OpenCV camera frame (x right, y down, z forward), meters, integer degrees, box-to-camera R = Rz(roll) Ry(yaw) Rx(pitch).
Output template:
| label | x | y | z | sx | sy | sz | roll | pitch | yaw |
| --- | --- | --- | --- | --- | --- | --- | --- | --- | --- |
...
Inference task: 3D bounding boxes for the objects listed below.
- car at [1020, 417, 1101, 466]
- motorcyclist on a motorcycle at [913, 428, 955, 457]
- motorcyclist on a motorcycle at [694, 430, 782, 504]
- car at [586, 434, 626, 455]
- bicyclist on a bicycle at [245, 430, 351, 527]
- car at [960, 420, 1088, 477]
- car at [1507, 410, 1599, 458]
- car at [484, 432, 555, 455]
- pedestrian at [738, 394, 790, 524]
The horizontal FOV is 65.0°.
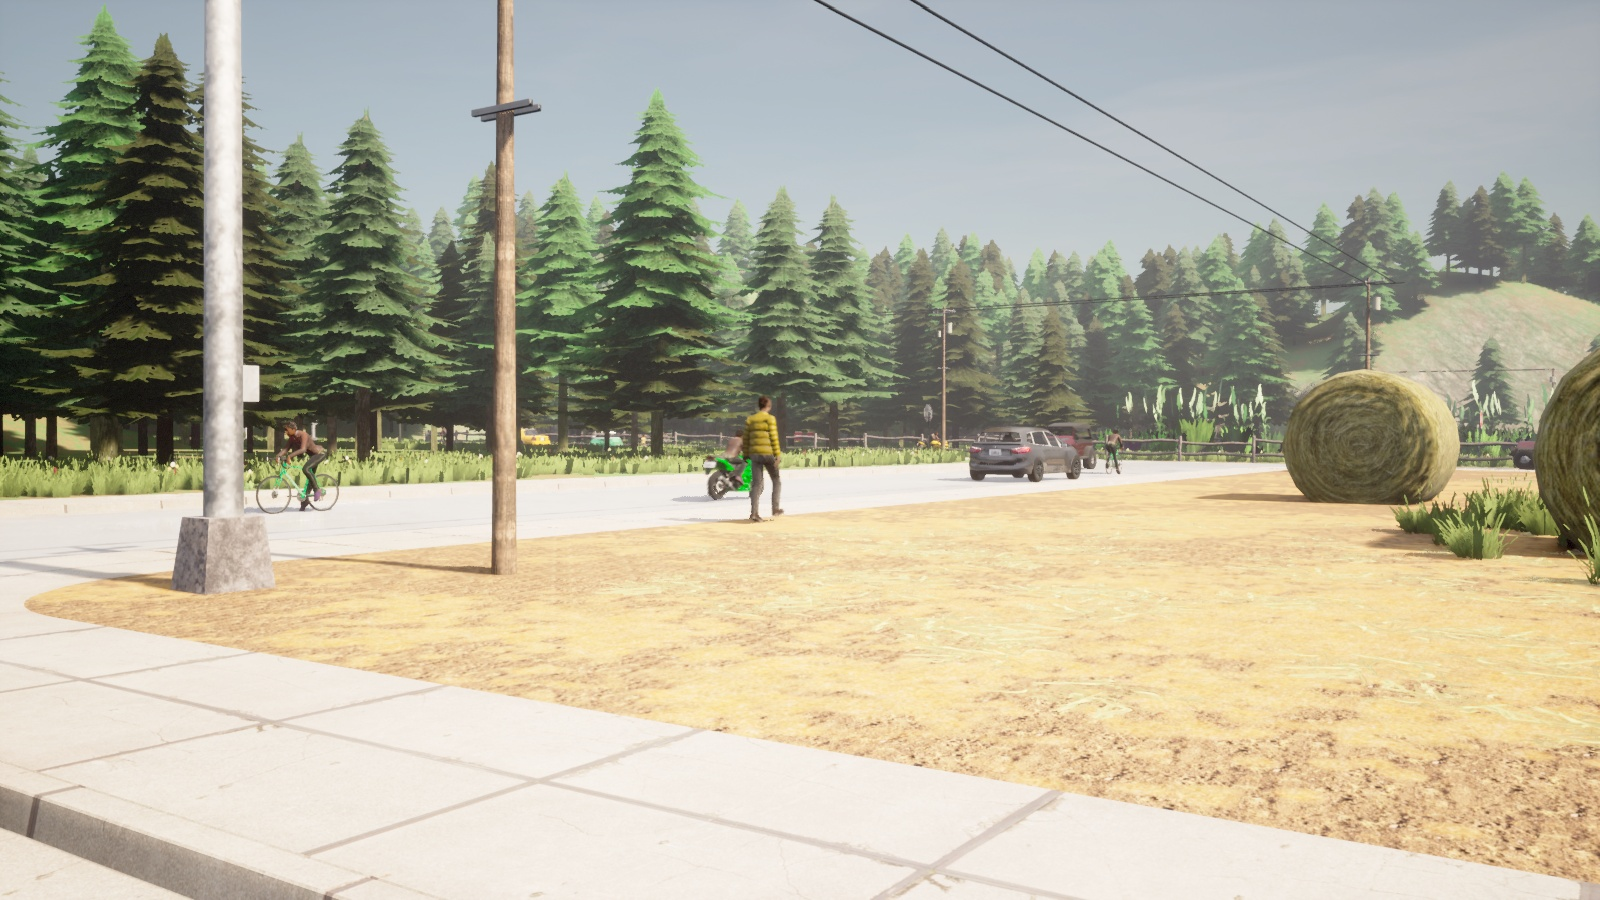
| label | x | y | z | sx | sy | sz | roll | pitch | yaw |
| --- | --- | --- | --- | --- | --- | --- | --- | --- | --- |
| car | 10.451 | -0.352 | 50.248 | 1.905 | 1.878 | 3.866 | 0 | 1 | 33 |
| motorcyclist on a motorcycle | 7.018 | -0.400 | 65.786 | 2.044 | 1.523 | 0.797 | 0 | 1 | 37 |
| motorcyclist on a motorcycle | -1.323 | 0.339 | 27.054 | 0.797 | 1.523 | 2.044 | 0 | 1 | 35 |
| car | -13.103 | -0.367 | 84.879 | 2.207 | 1.376 | 1.481 | 0 | 1 | 36 |
| bicyclist on a bicycle | -8.881 | 0.477 | 22.268 | 0.582 | 1.620 | 1.656 | 0 | 1 | 35 |
| car | 7.061 | -0.090 | 39.193 | 2.242 | 1.667 | 4.611 | 0 | 1 | 34 |
| car | 31.369 | -0.663 | 51.563 | 3.866 | 1.878 | 1.905 | 0 | 1 | 37 |
| car | -20.107 | -0.477 | 89.932 | 5.366 | 1.575 | 1.801 | 0 | 1 | 36 |
| pedestrian | -0.517 | 0.119 | 18.167 | 0.431 | 1.840 | 0.709 | 0 | 1 | 29 |
